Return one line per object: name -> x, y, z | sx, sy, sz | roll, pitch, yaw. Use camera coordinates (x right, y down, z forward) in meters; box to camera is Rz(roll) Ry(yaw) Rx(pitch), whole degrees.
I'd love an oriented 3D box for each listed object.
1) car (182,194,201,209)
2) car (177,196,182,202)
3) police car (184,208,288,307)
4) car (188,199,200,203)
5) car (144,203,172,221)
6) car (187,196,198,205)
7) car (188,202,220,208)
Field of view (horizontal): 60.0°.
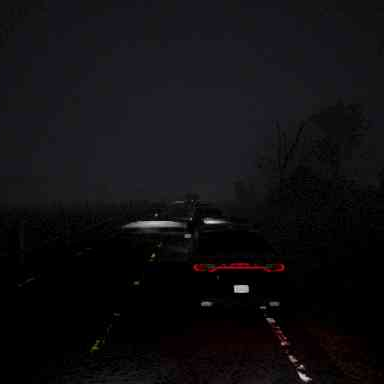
car -> 0.078, 1.251, 45.961 | 2.150, 2.045, 5.566 | 0, 0, 1
car -> -2.676, 1.713, 83.538 | 1.895, 1.301, 4.718 | 0, 0, 0
police car -> 0.833, 1.426, 8.178 | 1.930, 1.638, 5.238 | 0, 0, 0
car -> 0.847, 1.511, 24.068 | 1.837, 1.490, 4.892 | 0, 0, 0
car -> -2.725, 1.571, 27.288 | 1.994, 1.385, 4.181 | 0, 0, 0
car -> 0.054, 1.534, 60.575 | 1.882, 1.535, 5.008 | 0, 0, 0
car -> 0.841, 1.508, 18.068 | 1.837, 1.490, 4.892 | 0, 0, 0
